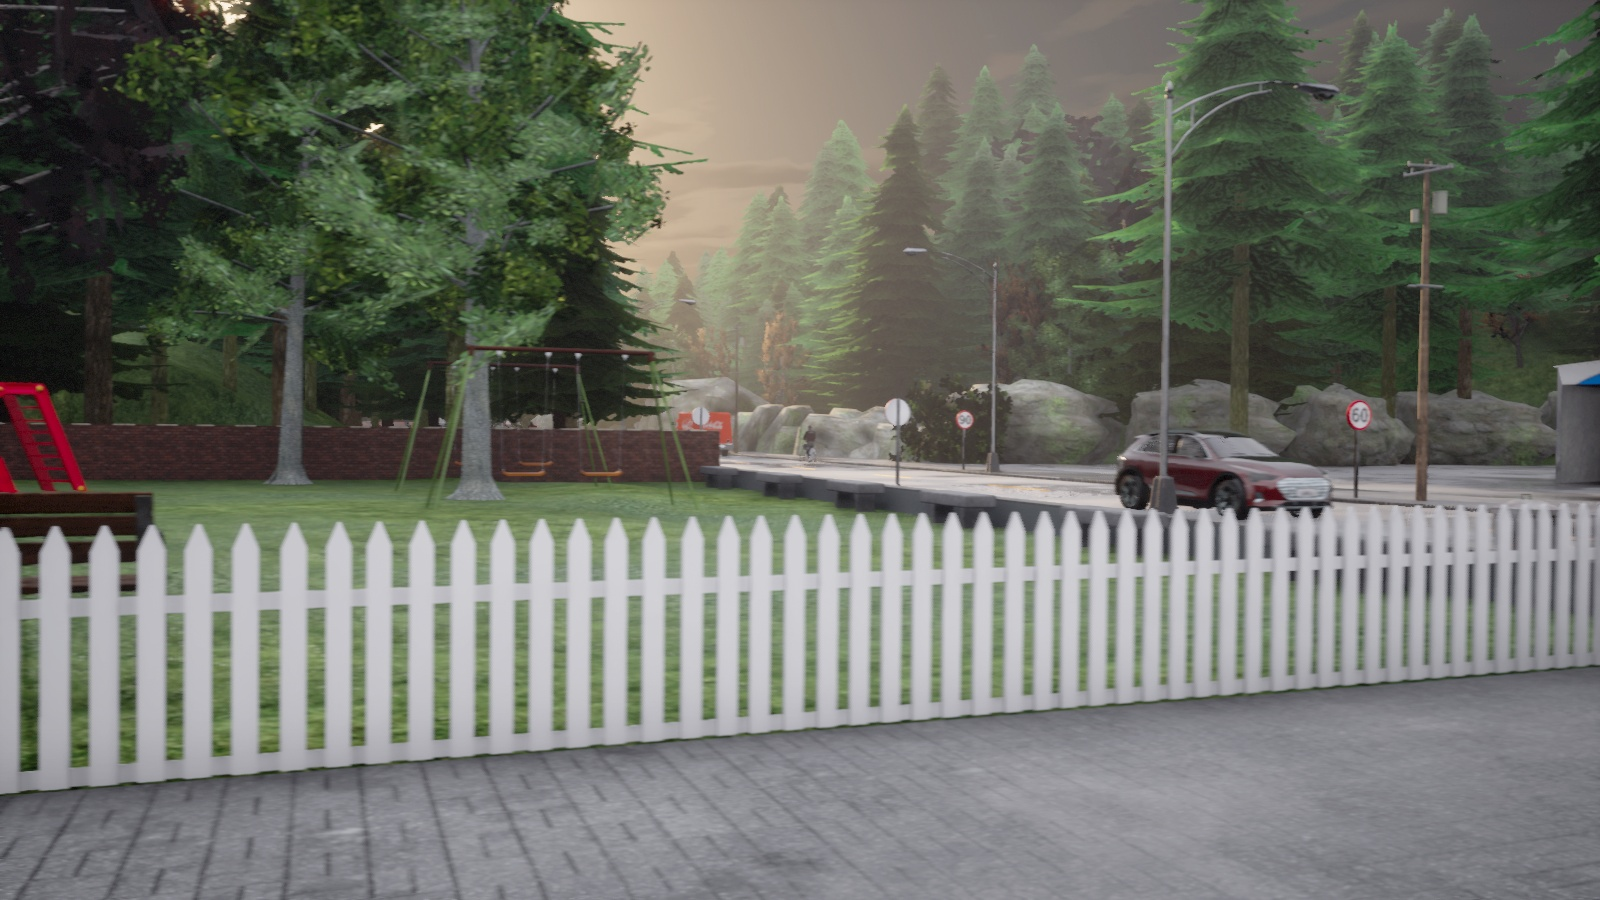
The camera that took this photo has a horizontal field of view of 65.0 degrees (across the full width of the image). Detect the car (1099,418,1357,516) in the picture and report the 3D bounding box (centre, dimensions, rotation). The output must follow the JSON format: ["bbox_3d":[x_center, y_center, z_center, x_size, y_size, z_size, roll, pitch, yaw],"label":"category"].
[{"bbox_3d":[8.007,0.251,24.042,2.033,1.649,4.856,-1,1,-21],"label":"car"}]

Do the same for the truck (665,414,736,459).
[{"bbox_3d":[-5.703,-0.788,71.410,2.627,2.467,5.204,-1,1,-21],"label":"truck"}]
